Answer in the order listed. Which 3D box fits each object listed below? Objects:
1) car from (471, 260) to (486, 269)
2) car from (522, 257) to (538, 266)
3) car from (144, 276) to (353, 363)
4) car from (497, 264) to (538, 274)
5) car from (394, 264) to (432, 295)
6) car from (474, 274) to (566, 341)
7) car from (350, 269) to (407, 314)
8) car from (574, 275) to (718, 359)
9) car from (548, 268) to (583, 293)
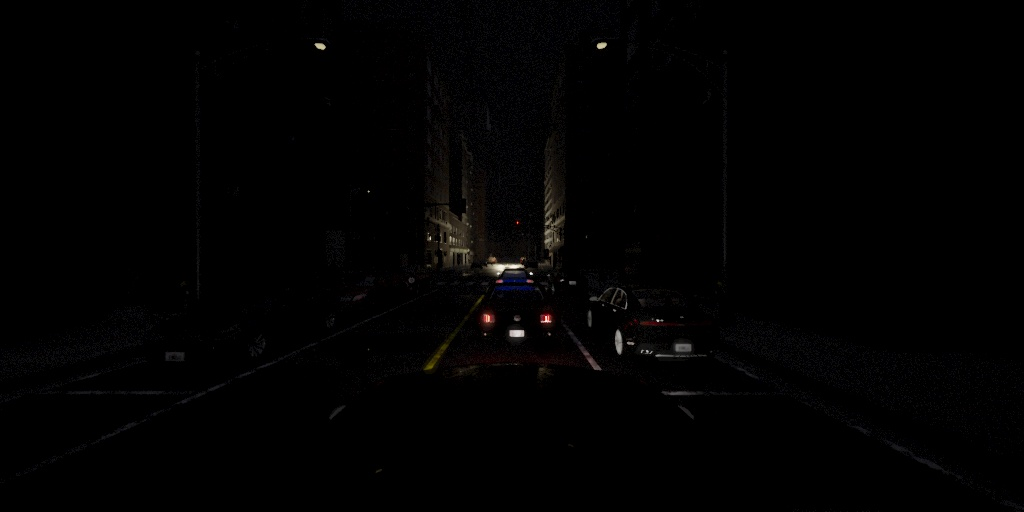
[{"bbox_3d":[-5.477,1.360,56.301,1.802,1.307,4.207,0,0,0],"label":"car"},{"bbox_3d":[3.048,1.218,56.264,1.967,1.591,4.097,0,0,0],"label":"car"},{"bbox_3d":[-5.650,1.315,8.197,1.948,1.339,4.313,0,0,0],"label":"car"},{"bbox_3d":[0.145,1.312,18.556,1.994,1.385,4.181,0,0,1],"label":"car"},{"bbox_3d":[-5.619,1.188,19.200,1.967,1.591,4.097,0,0,0],"label":"car"},{"bbox_3d":[0.118,1.350,9.796,1.895,1.301,4.718,0,0,0],"label":"car"},{"bbox_3d":[-5.635,1.330,13.698,1.802,1.307,4.207,0,0,0],"label":"car"},{"bbox_3d":[2.875,1.299,8.172,2.007,1.370,4.403,0,0,0],"label":"car"},{"bbox_3d":[2.907,1.314,19.175,1.948,1.339,4.313,0,0,0],"label":"car"}]
